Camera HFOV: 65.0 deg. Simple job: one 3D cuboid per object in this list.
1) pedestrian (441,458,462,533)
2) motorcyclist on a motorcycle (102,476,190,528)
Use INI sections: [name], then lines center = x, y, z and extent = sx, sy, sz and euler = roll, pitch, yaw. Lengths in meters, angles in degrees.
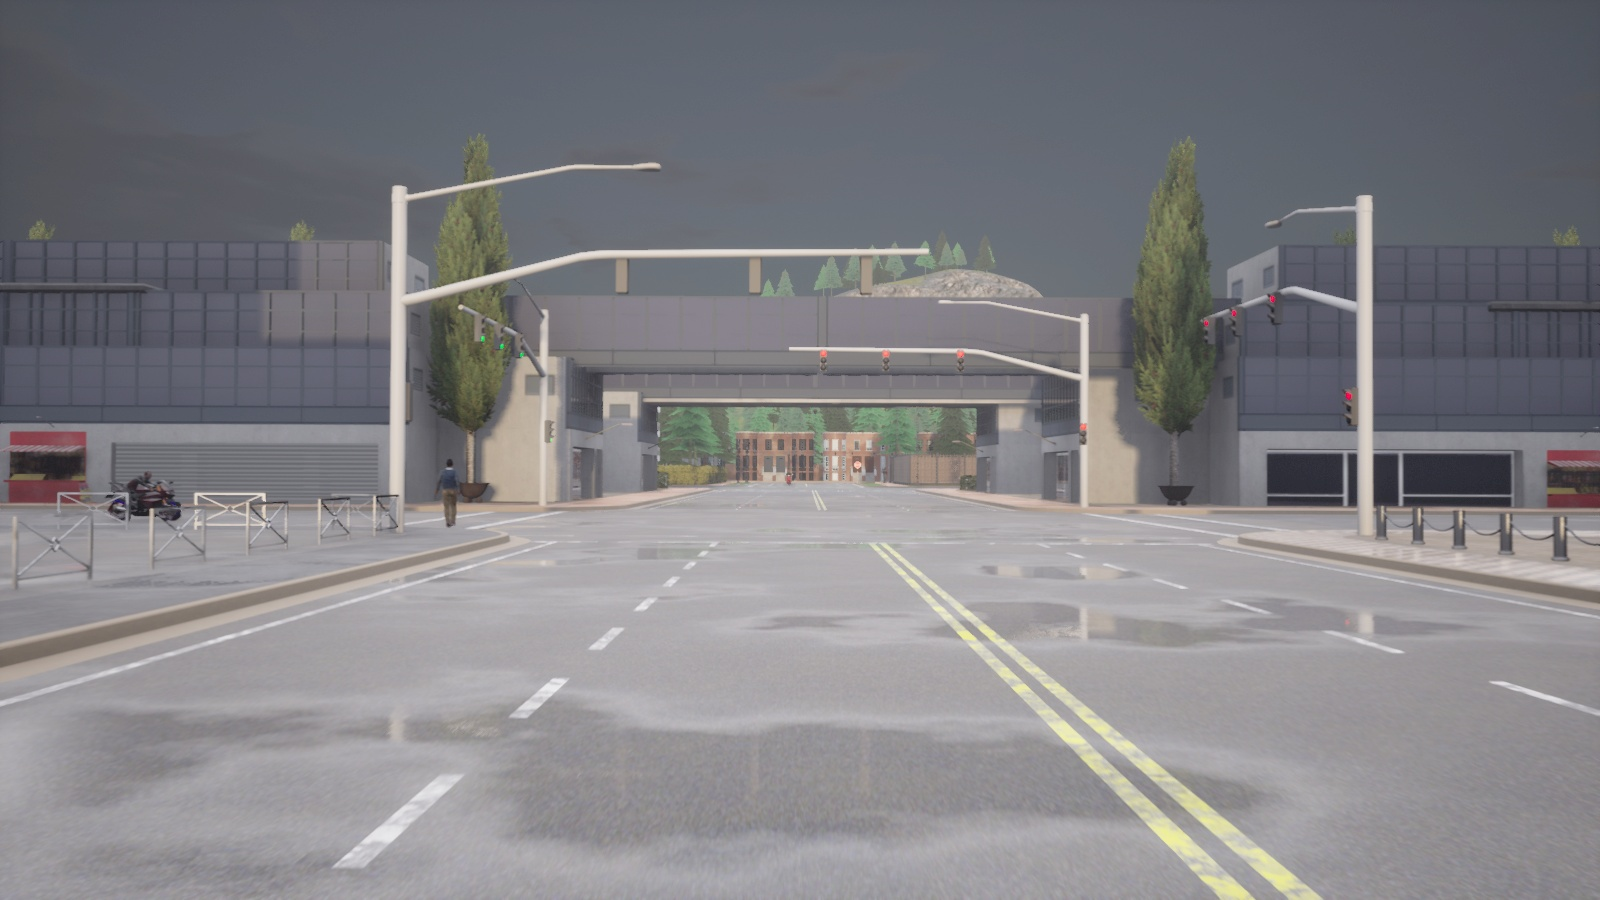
[pedestrian]
center = -9.159, 1.196, 33.011
extent = 0.423, 1.949, 0.788
euler = 0, -1, -6
[motorcyclist on a motorcycle]
center = -19.582, 1.558, 37.617
extent = 2.191, 1.530, 0.866
euler = 0, -1, 1
